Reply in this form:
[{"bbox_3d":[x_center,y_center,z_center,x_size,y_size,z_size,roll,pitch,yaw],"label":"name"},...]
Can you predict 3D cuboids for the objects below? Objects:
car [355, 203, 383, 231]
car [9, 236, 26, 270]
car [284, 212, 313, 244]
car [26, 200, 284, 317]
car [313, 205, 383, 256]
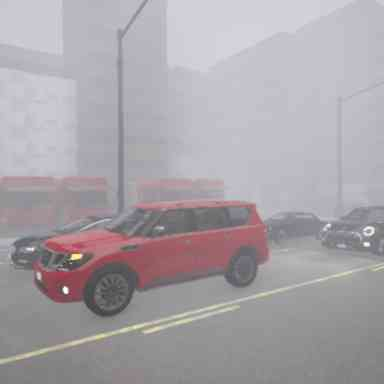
[{"bbox_3d":[12.882,1.562,21.722,5.008,1.535,1.882,0,0,-35],"label":"car"},{"bbox_3d":[-2.941,1.490,10.453,4.902,1.511,2.128,0,0,-35],"label":"car"},{"bbox_3d":[4.618,1.629,15.839,4.718,1.301,1.895,0,0,-35],"label":"car"},{"bbox_3d":[-0.599,1.224,7.827,5.566,2.045,2.150,0,0,-35],"label":"car"},{"bbox_3d":[7.254,1.384,13.415,4.553,1.767,2.097,0,0,-36],"label":"car"}]
